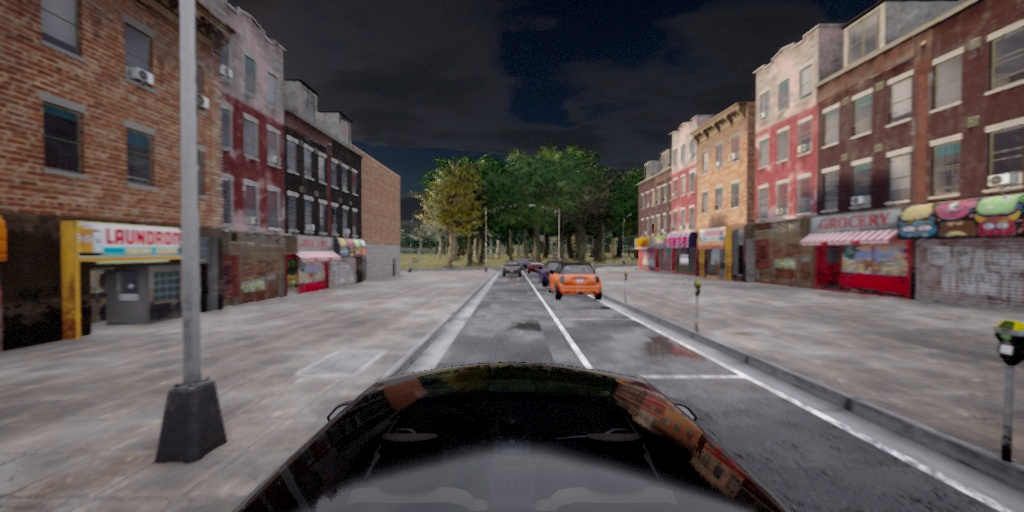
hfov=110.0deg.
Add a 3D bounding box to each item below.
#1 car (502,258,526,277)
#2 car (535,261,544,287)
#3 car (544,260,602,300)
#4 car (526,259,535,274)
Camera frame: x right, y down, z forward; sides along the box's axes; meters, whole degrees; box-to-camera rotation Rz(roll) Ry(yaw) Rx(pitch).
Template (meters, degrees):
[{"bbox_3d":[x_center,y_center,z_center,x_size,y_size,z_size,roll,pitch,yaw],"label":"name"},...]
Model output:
[{"bbox_3d":[0.013,1.240,36.091,2.128,1.511,4.902,0,0,0],"label":"car"},{"bbox_3d":[2.982,1.096,24.866,2.097,1.767,4.553,0,0,0],"label":"car"},{"bbox_3d":[2.984,1.095,17.865,2.097,1.767,4.553,0,0,0],"label":"car"},{"bbox_3d":[2.626,1.296,41.073,1.888,1.381,4.507,0,0,0],"label":"car"}]
